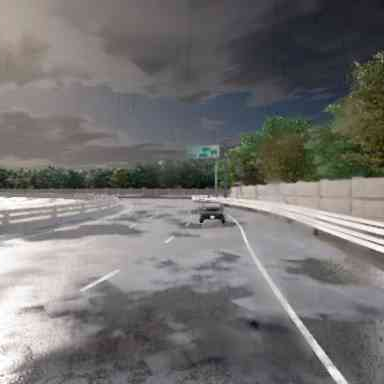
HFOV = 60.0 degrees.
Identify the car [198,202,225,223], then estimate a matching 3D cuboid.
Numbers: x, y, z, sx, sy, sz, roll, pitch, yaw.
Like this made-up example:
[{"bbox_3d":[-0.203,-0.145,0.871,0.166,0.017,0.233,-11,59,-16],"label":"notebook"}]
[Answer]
[{"bbox_3d":[1.525,1.520,25.763,1.837,1.490,4.892,1,0,2],"label":"car"}]
